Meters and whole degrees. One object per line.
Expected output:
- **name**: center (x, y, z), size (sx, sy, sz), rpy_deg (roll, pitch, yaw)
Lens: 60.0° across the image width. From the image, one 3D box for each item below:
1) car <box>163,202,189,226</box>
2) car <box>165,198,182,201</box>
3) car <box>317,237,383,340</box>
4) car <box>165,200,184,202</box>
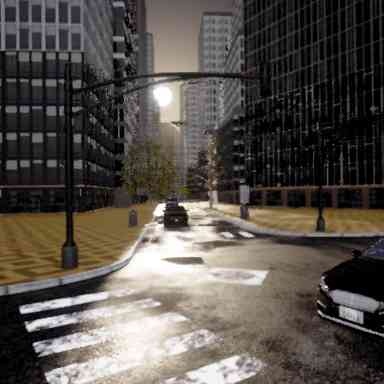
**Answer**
- **car**: center (-1.310, 1.815, 26.780), size (1.882, 1.535, 5.008), rpy_deg (-1, -1, -4)
- **car**: center (-3.235, 1.951, 55.256), size (2.150, 2.045, 5.566), rpy_deg (-1, -1, -3)
- **car**: center (4.379, 1.518, 6.229), size (4.902, 1.511, 2.128), rpy_deg (0, -1, -33)
- **car**: center (-2.008, 2.001, 36.974), size (1.812, 1.442, 4.674), rpy_deg (-1, -1, -4)
